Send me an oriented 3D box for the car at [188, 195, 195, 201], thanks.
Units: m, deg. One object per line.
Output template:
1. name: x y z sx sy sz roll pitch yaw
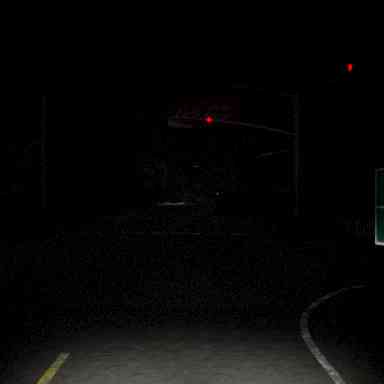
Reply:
1. car: -0.113 1.552 86.348 1.994 1.385 4.181 0 0 0

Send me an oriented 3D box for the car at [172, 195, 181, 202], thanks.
1. car: -3.603 1.540 78.927 2.033 1.411 5.357 0 0 0

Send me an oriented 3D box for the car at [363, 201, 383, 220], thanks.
1. car: 18.631 1.672 30.680 4.611 1.667 2.242 0 0 0

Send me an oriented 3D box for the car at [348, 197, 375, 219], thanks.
1. car: 14.316 1.505 25.001 3.866 1.878 1.905 0 0 0

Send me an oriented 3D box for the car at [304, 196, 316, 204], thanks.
1. car: 22.368 1.552 64.085 1.970 1.475 3.806 0 0 0

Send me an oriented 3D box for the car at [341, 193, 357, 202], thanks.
1. car: 34.755 1.489 71.902 2.007 1.523 4.514 0 0 0

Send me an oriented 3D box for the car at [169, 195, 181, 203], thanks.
1. car: -3.598 1.352 68.605 2.097 1.767 4.553 0 0 0
